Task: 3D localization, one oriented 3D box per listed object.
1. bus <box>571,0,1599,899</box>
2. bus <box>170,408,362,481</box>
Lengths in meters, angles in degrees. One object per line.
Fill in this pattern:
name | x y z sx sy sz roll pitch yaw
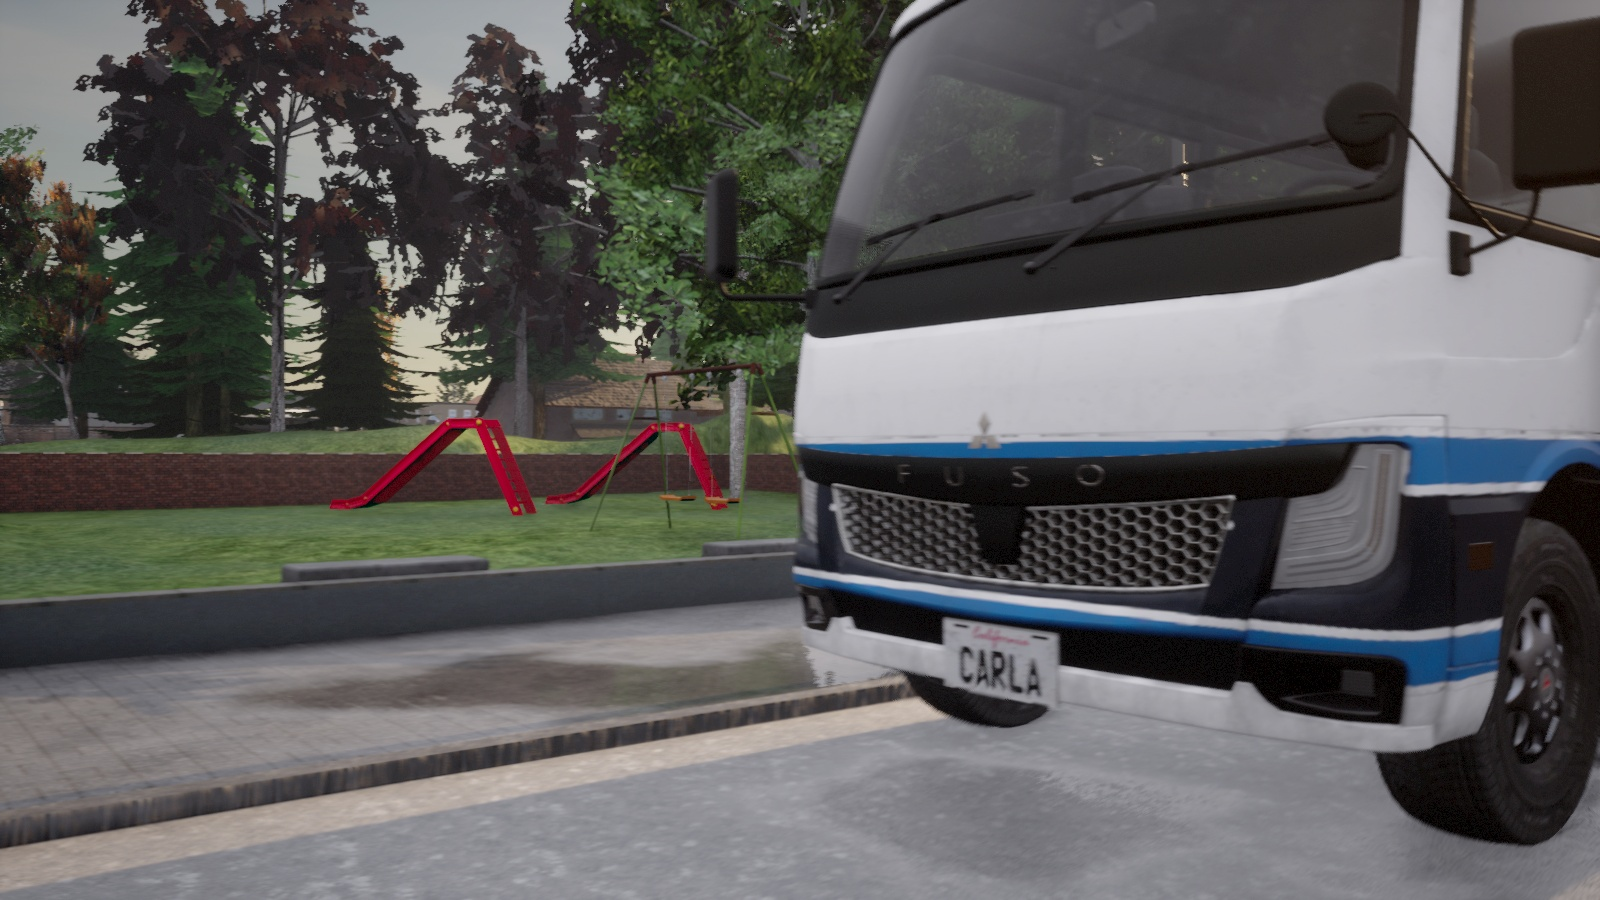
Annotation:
bus | 4.142 -0.618 7.730 10.273 4.253 3.944 0 0 -39
bus | -33.025 -0.305 78.045 10.273 4.253 3.944 0 0 -41
